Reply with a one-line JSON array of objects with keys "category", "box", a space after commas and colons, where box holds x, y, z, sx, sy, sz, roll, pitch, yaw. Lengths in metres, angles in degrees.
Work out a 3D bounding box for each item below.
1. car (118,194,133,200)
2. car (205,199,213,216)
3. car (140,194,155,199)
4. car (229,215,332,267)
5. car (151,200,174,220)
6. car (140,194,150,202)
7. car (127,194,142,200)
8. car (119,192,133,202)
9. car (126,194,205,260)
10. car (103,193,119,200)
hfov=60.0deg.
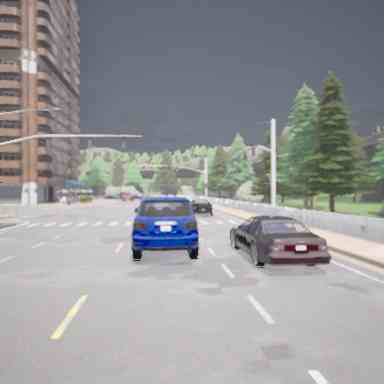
[{"category": "car", "box": [-17.816, 1.343, 88.533, 1.994, 1.385, 4.181, -1, 0, -44]}, {"category": "car", "box": [0.745, 1.369, 31.323, 1.882, 1.535, 5.008, 0, 0, -5]}, {"category": "car", "box": [-12.526, 1.341, 93.107, 1.895, 1.301, 4.718, -1, 0, -44]}, {"category": "car", "box": [2.626, 1.494, 11.165, 2.033, 1.411, 5.357, 0, 0, -5]}, {"category": "car", "box": [-2.465, 1.448, 27.932, 1.812, 1.442, 4.674, 0, 0, -5]}, {"category": "car", "box": [-10.552, 1.278, 74.265, 1.882, 1.535, 5.008, 0, 0, -10]}, {"category": "car", "box": [-15.864, 1.323, 91.523, 4.181, 1.385, 1.994, 0, 0, 41]}, {"category": "car", "box": [-13.763, 1.052, 71.667, 2.150, 2.045, 5.566, 0, 0, -5]}, {"category": "car", "box": [-1.002, 1.180, 12.496, 2.150, 2.045, 5.566, 0, 0, -5]}, {"category": "car", "box": [-20.461, 1.336, 86.240, 2.128, 1.511, 4.902, -1, 0, -44]}]
